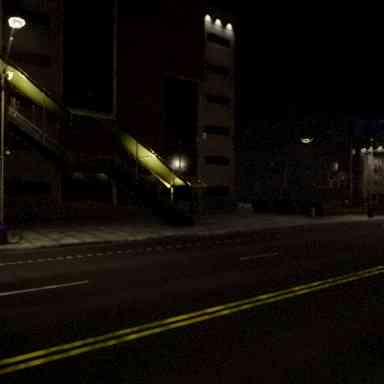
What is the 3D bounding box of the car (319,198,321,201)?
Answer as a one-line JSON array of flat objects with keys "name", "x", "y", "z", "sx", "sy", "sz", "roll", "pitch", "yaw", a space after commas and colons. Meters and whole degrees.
[{"name": "car", "x": 29.204, "y": 2.086, "z": 76.212, "sx": 3.806, "sy": 1.475, "sz": 1.970, "roll": 1, "pitch": 0, "yaw": -36}]
